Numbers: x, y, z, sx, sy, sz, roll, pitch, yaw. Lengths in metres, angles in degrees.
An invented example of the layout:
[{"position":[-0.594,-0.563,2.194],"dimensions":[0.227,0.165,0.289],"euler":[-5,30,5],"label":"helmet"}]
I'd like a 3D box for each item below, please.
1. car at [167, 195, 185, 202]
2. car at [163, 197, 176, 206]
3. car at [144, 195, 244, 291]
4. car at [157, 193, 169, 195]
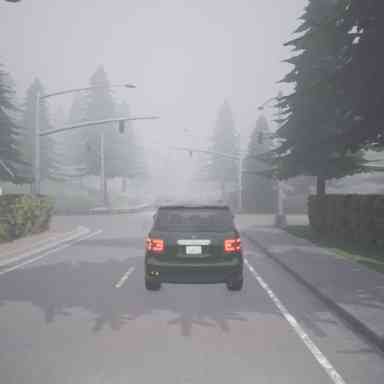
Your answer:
[{"position":[-3.628,1.523,74.105],"dimensions":[1.812,1.442,4.674],"euler":[0,0,-35],"label":"car"},{"position":[-3.661,1.600,55.097],"dimensions":[1.895,1.301,4.718],"euler":[0,0,0],"label":"car"},{"position":[0.052,1.221,9.156],"dimensions":[2.150,2.045,5.566],"euler":[0,0,0],"label":"car"},{"position":[-5.900,1.224,71.173],"dimensions":[2.150,2.045,5.566],"euler":[0,0,-31],"label":"car"}]
